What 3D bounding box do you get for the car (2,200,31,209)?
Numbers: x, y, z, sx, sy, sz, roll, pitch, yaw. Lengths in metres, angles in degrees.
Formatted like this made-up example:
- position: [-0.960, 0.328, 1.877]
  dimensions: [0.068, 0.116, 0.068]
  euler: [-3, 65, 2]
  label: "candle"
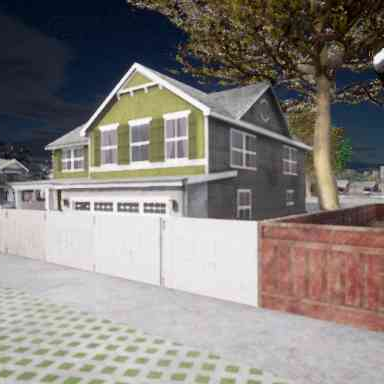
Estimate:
- position: [-19.600, 1.723, 37.487]
  dimensions: [1.837, 1.490, 4.892]
  euler: [0, 0, 18]
  label: "car"
